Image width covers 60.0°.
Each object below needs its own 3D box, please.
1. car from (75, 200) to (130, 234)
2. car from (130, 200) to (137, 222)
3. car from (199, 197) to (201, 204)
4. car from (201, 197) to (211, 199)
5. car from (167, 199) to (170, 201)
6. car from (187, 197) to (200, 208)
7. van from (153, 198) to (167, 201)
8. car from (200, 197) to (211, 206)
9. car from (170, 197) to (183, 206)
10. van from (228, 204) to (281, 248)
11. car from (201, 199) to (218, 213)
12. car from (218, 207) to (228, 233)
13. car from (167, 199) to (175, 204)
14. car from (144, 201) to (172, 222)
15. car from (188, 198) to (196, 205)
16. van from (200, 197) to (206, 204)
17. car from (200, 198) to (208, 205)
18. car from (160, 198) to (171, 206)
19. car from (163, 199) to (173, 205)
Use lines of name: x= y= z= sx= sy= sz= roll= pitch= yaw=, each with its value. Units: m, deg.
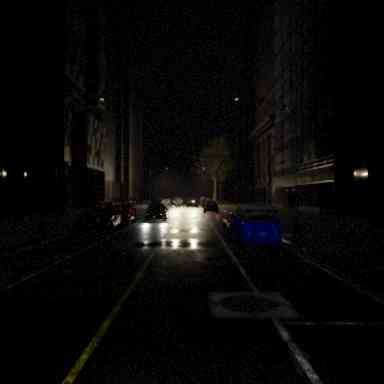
car: x=-5.653 y=1.528 z=21.021 sx=2.192 sy=1.841 sz=5.009 roll=0 pitch=-1 yaw=0
car: x=-5.649 y=1.580 z=26.661 sx=2.192 sy=1.841 sz=5.009 roll=0 pitch=-1 yaw=0
car: x=2.902 y=1.958 z=66.111 sx=2.192 sy=1.841 sz=5.009 roll=0 pitch=-1 yaw=0
car: x=2.896 y=1.964 z=54.830 sx=1.967 sy=1.590 sz=4.097 roll=0 pitch=-1 yaw=0
car: x=-5.626 y=2.148 z=60.489 sx=1.947 sy=1.339 sz=4.313 roll=0 pitch=-1 yaw=0
car: x=0.041 y=2.147 z=60.571 sx=1.994 sy=1.385 sz=4.181 roll=0 pitch=-1 yaw=0
van: x=-5.629 y=1.865 z=54.852 sx=1.690 sy=1.788 sz=3.998 roll=0 pitch=-1 yaw=0
car: x=2.906 y=2.021 z=71.749 sx=2.192 sy=1.841 sz=5.009 roll=0 pitch=-1 yaw=0
car: x=-2.953 y=2.015 z=71.102 sx=2.097 sy=1.767 sz=4.553 roll=0 pitch=-1 yaw=0
van: x=2.869 y=1.501 z=15.353 sx=1.690 sy=1.788 sz=3.998 roll=0 pitch=-1 yaw=0
car: x=2.379 y=1.927 z=42.134 sx=1.812 sy=1.442 sz=4.674 roll=0 pitch=-1 yaw=0
car: x=2.874 y=1.740 z=21.163 sx=1.752 sy=1.417 sz=4.829 roll=0 pitch=-1 yaw=0
car: x=-5.608 y=2.479 z=88.682 sx=1.802 sy=1.307 sz=4.206 roll=0 pitch=-1 yaw=0
car: x=-3.078 y=1.794 z=29.472 sx=1.837 sy=1.490 sz=4.892 roll=0 pitch=-1 yaw=0
car: x=0.053 y=2.143 z=78.904 sx=1.882 sy=1.535 sz=5.008 roll=0 pitch=-1 yaw=0
van: x=2.918 y=2.238 z=88.667 sx=1.690 sy=1.788 sz=3.998 roll=0 pitch=-1 yaw=0
car: x=2.914 y=2.273 z=83.026 sx=1.967 sy=1.590 sz=4.097 roll=0 pitch=-1 yaw=0
car: x=-5.619 y=2.146 z=71.768 sx=1.967 sy=1.590 sz=4.097 roll=0 pitch=-1 yaw=0
car: x=-5.615 y=2.314 z=77.405 sx=1.887 sy=1.381 sz=4.507 roll=0 pitch=-1 yaw=0
